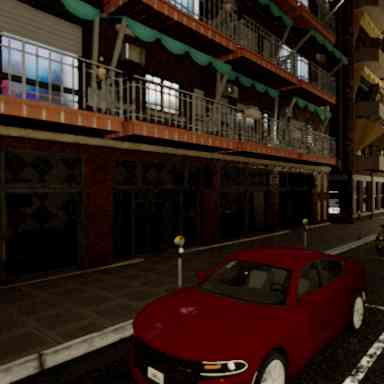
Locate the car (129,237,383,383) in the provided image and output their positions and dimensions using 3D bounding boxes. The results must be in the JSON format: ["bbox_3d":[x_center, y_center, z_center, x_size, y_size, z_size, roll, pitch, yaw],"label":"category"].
[{"bbox_3d":[1.156,1.543,4.903,1.887,1.381,4.507,0,0,42],"label":"car"}]

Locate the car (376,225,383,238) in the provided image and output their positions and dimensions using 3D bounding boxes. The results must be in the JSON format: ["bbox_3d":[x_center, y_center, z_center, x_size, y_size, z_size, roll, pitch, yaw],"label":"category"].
[{"bbox_3d":[8.477,1.527,12.957,1.752,1.417,4.829,0,0,42],"label":"car"}]
